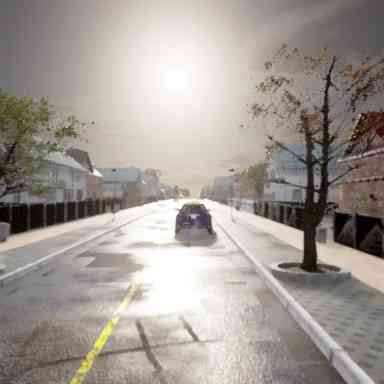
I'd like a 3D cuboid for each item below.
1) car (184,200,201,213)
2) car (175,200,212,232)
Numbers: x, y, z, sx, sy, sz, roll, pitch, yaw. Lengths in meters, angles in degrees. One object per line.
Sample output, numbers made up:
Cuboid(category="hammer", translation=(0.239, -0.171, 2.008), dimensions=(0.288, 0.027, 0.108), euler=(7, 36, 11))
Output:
Cuboid(category="car", translation=(0.103, 1.720, 40.758), dimensions=(1.994, 1.385, 4.181), euler=(0, 0, 0))
Cuboid(category="car", translation=(0.096, 1.410, 20.432), dimensions=(2.097, 1.767, 4.553), euler=(0, 0, 0))
